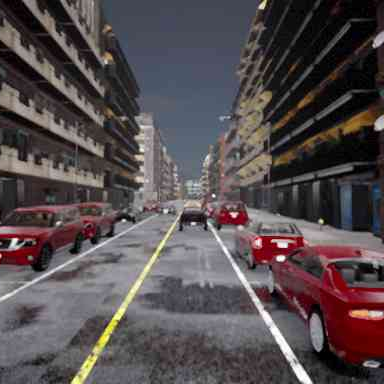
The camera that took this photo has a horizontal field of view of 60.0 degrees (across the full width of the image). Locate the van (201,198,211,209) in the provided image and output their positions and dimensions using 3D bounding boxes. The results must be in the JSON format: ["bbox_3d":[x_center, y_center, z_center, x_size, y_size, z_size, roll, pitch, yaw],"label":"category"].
[{"bbox_3d":[2.527,2.065,61.253,1.690,1.788,3.998,1,-1,0],"label":"van"}]

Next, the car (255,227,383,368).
[{"bbox_3d":[2.582,1.608,5.941,1.887,1.381,4.507,1,-1,0],"label":"car"}]

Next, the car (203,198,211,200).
[{"bbox_3d":[2.531,1.964,55.723,2.192,1.841,5.009,1,-1,0],"label":"car"}]

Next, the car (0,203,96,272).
[{"bbox_3d":[-5.295,1.438,11.532,2.192,1.841,5.009,1,-1,0],"label":"car"}]

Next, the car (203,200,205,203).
[{"bbox_3d":[2.530,2.087,44.657,1.802,1.307,4.206,1,-1,0],"label":"car"}]

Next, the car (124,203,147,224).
[{"bbox_3d":[-5.309,1.872,28.121,1.947,1.339,4.313,1,-1,0],"label":"car"}]

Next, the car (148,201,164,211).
[{"bbox_3d":[-5.318,2.122,50.240,1.887,1.381,4.507,1,-1,0],"label":"car"}]

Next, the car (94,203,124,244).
[{"bbox_3d":[-5.297,1.498,17.061,2.192,1.841,5.009,1,-1,0],"label":"car"}]

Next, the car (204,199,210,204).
[{"bbox_3d":[2.538,1.810,33.597,1.967,1.590,4.097,1,-1,0],"label":"car"}]

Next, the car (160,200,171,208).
[{"bbox_3d":[-5.327,2.383,66.832,1.802,1.307,4.206,1,-1,0],"label":"car"}]

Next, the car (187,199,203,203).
[{"bbox_3d":[0.085,1.943,41.444,1.882,1.535,5.008,0,-1,0],"label":"car"}]

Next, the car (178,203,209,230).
[{"bbox_3d":[0.090,1.752,23.034,1.837,1.490,4.892,0,-1,0],"label":"car"}]

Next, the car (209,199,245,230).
[{"bbox_3d":[2.546,1.557,22.536,2.192,1.841,5.009,1,-1,0],"label":"car"}]

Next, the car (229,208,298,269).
[{"bbox_3d":[2.590,1.562,11.474,1.967,1.590,4.097,1,-1,0],"label":"car"}]

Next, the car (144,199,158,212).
[{"bbox_3d":[-5.310,1.822,44.712,2.192,1.841,5.009,1,-1,0],"label":"car"}]

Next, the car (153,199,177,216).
[{"bbox_3d":[-2.766,1.911,37.611,2.128,1.511,4.902,0,-1,0],"label":"car"}]
